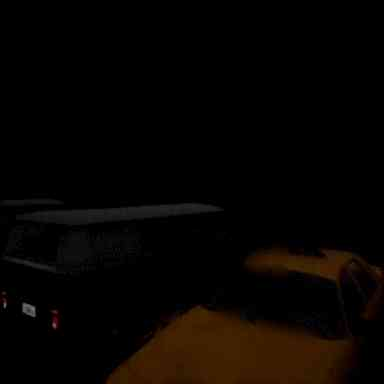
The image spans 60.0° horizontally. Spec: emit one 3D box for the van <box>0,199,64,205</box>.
[{"bbox_3d":[-5.292,1.200,9.185,1.878,1.987,4.442,0,0,35],"label":"van"}]

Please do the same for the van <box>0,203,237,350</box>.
[{"bbox_3d":[-0.803,1.229,5.985,1.878,1.987,4.442,0,0,35],"label":"van"}]

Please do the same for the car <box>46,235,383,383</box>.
[{"bbox_3d":[1.267,1.469,4.138,1.946,1.575,5.366,0,0,35],"label":"car"}]
